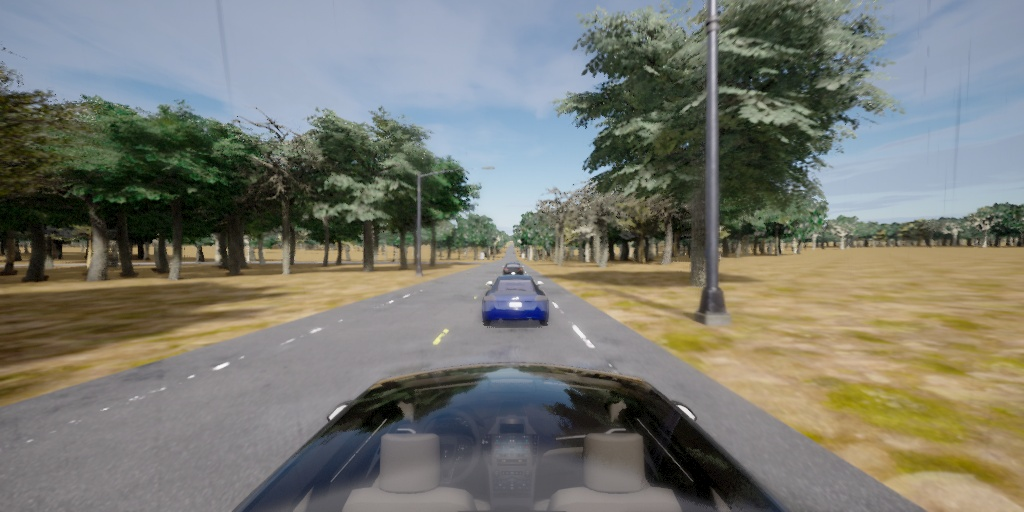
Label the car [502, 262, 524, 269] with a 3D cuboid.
[{"bbox_3d":[0.106,1.288,32.270,1.812,1.442,4.674,0,0,0],"label":"car"}]

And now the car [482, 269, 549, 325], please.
[{"bbox_3d":[0.102,1.309,11.851,1.994,1.385,4.181,0,0,0],"label":"car"}]
